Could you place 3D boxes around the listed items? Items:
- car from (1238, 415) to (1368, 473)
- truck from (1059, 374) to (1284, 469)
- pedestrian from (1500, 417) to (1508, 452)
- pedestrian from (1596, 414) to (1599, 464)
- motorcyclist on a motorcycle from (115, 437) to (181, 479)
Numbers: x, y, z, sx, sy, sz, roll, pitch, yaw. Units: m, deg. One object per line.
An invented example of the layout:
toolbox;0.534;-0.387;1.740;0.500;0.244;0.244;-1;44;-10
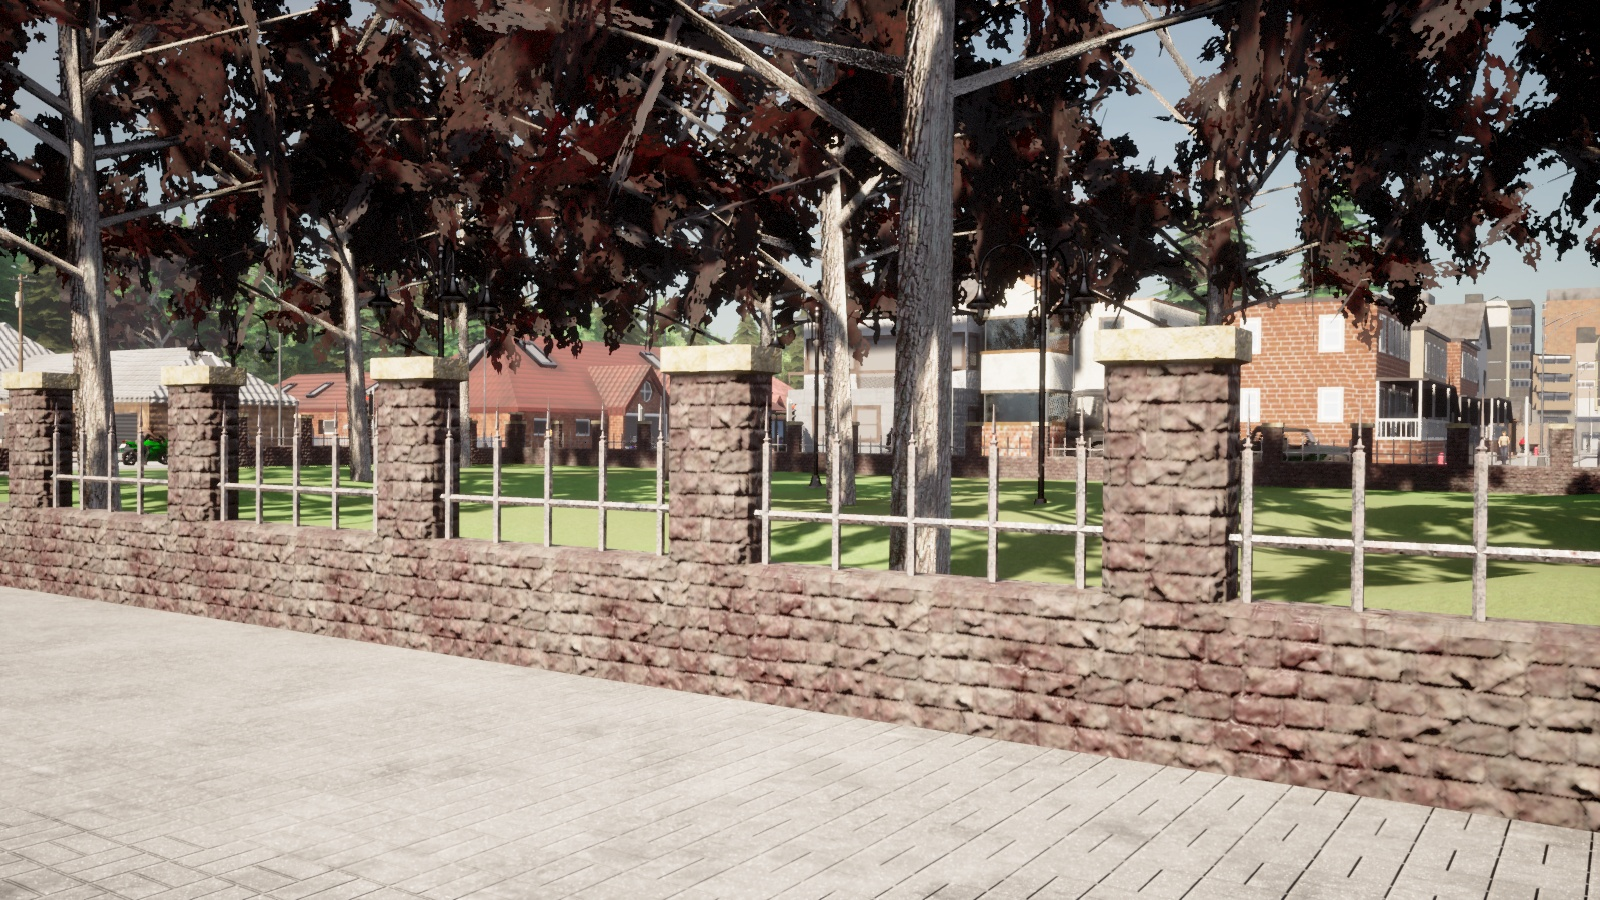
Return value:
car;17.071;-0.210;42.658;3.866;1.878;1.905;0;1;29
truck;14.418;-1.050;49.008;7.936;3.462;2.891;0;1;31
pedestrian;37.340;-0.806;66.613;0.345;1.836;0.594;0;1;33
pedestrian;31.511;-0.429;48.712;0.873;1.952;0.659;0;1;13
motorcyclist on a motorcycle;-24.477;0.291;47.157;0.797;1.523;2.044;0;1;32
